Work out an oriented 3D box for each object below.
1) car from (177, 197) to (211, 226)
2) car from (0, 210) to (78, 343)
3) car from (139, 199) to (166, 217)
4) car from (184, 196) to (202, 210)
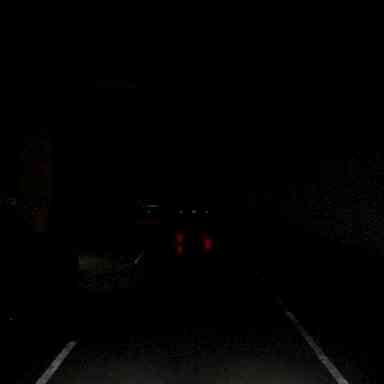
[{"bbox_3d":[0.107,1.216,22.279,2.097,1.767,4.553,0,0,0],"label":"car"},{"bbox_3d":[-3.398,1.194,4.419,2.150,2.045,5.566,0,0,0],"label":"car"},{"bbox_3d":[-3.391,1.318,28.598,2.128,1.511,4.902,0,0,0],"label":"car"},{"bbox_3d":[0.113,1.300,40.961,2.033,1.411,5.357,0,0,0],"label":"car"}]
